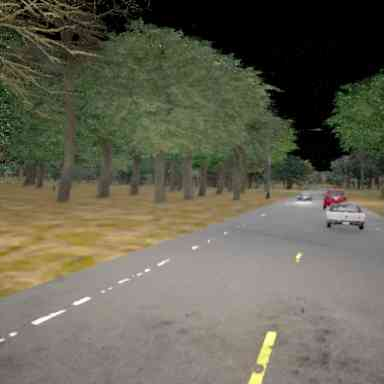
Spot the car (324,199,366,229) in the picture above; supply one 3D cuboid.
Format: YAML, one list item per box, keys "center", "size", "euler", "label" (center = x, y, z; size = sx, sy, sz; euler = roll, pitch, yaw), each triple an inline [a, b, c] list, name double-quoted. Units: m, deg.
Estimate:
- center: [8.887, 1.321, 19.424]
  size: [1.895, 1.301, 4.718]
  euler: [2, 1, 22]
  label: "car"

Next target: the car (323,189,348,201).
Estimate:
- center: [14.709, 0.698, 34.117]
  size: [2.150, 2.045, 5.566]
  euler: [2, 2, 22]
  label: "car"

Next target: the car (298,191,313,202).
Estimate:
- center: [16.734, 0.632, 48.967]
  size: [2.128, 1.511, 4.902]
  euler: [2, 2, 22]
  label: "car"
